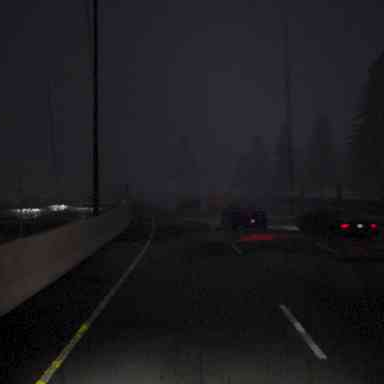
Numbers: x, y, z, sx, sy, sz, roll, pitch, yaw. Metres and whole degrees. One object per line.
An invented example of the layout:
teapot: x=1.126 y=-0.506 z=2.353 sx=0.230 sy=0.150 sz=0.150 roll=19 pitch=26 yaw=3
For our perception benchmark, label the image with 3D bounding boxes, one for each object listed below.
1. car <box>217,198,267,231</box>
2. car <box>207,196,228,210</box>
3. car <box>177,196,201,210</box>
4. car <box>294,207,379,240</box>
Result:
car: x=2.958 y=1.356 z=19.818 sx=1.882 sy=1.535 sz=5.008 roll=0 pitch=0 yaw=-5
car: x=3.204 y=1.245 z=38.030 sx=1.882 sy=1.535 sz=5.008 roll=0 pitch=0 yaw=-15
car: x=-0.414 y=1.246 z=38.000 sx=1.882 sy=1.535 sz=5.008 roll=0 pitch=0 yaw=-15
car: x=6.797 y=1.447 z=16.291 sx=2.033 sy=1.411 sz=5.357 roll=0 pitch=0 yaw=-4
